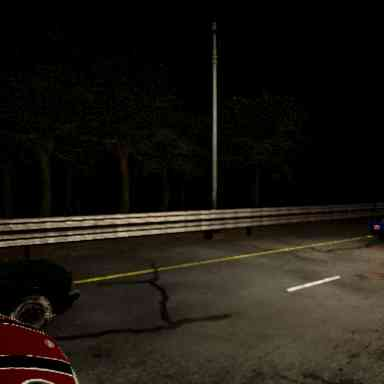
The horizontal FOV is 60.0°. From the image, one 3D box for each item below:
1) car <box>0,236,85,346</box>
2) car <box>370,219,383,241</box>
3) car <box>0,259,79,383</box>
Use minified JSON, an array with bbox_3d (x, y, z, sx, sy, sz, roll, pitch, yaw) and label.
[{"bbox_3d":[-4.268,1.601,5.000,4.718,1.301,1.895,0,0,-36],"label":"car"},{"bbox_3d":[10.308,1.581,15.357,4.718,1.301,1.895,0,0,-35],"label":"car"},{"bbox_3d":[-2.896,1.352,1.676,4.553,1.767,2.097,0,0,-35],"label":"car"}]
